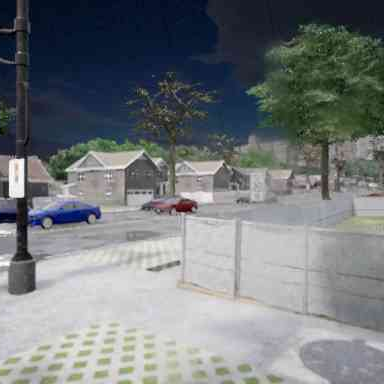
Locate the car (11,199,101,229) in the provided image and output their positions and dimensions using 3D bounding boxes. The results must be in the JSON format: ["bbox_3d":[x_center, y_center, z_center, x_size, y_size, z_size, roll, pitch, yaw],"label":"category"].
[{"bbox_3d":[-7.909,1.294,20.379,1.882,1.535,5.008,0,0,34],"label":"car"}]

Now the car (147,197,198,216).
[{"bbox_3d":[-1.403,1.222,29.991,1.882,1.535,5.008,0,1,34],"label":"car"}]

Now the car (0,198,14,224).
[{"bbox_3d":[-12.144,1.182,19.889,2.097,1.767,4.553,0,0,34],"label":"car"}]

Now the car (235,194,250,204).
[{"bbox_3d":[8.408,1.021,50.163,2.033,1.411,5.357,0,1,34],"label":"car"}]

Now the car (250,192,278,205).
[{"bbox_3d":[10.580,0.829,47.588,2.097,1.767,4.553,0,1,34],"label":"car"}]

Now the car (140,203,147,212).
[{"bbox_3d":[-2.834,1.275,33.682,2.033,1.411,5.357,0,0,34],"label":"car"}]
